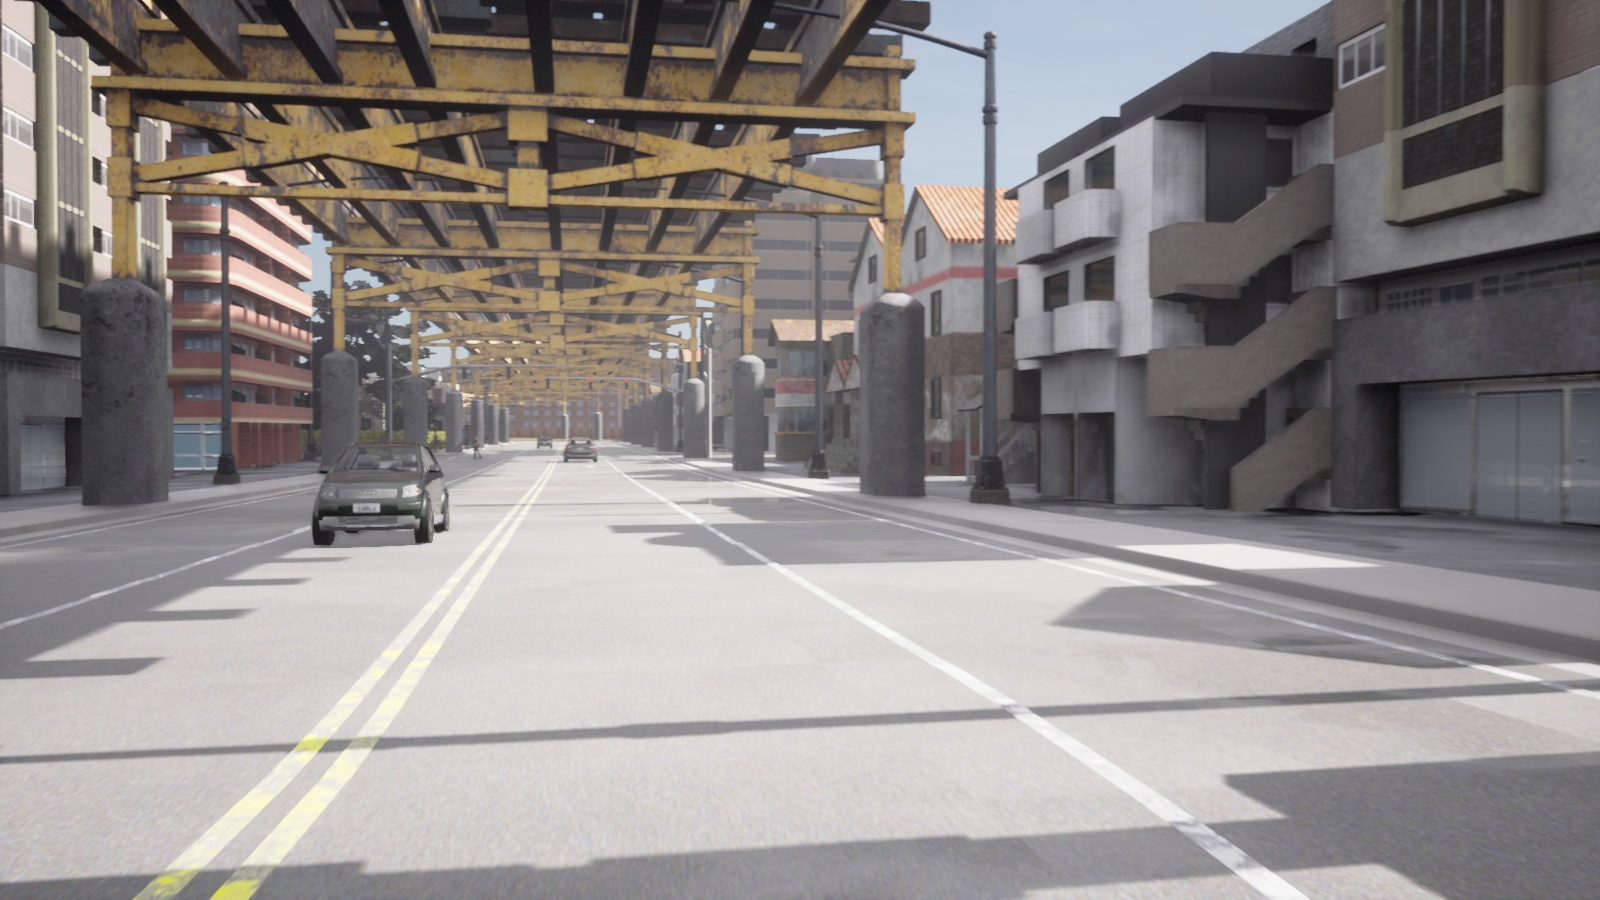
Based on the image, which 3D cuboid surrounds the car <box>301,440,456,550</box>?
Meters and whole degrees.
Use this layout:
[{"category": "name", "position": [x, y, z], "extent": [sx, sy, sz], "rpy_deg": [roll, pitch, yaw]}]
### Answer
[{"category": "car", "position": [-6.503, 0.629, 19.725], "extent": [1.789, 1.549, 3.705], "rpy_deg": [0, 0, -10]}]

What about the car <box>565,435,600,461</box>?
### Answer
[{"category": "car", "position": [-14.342, -0.140, 82.805], "extent": [2.242, 1.667, 4.611], "rpy_deg": [0, 1, -10]}]
